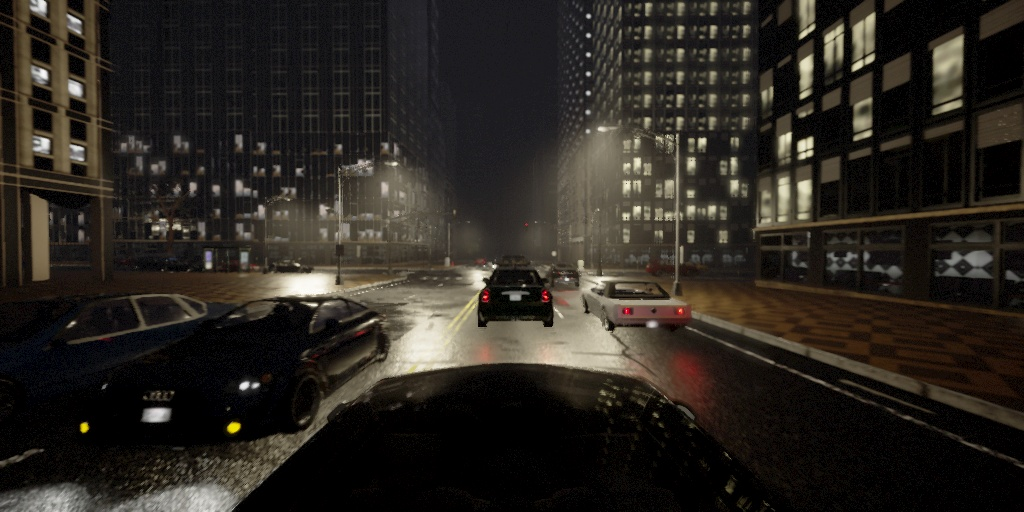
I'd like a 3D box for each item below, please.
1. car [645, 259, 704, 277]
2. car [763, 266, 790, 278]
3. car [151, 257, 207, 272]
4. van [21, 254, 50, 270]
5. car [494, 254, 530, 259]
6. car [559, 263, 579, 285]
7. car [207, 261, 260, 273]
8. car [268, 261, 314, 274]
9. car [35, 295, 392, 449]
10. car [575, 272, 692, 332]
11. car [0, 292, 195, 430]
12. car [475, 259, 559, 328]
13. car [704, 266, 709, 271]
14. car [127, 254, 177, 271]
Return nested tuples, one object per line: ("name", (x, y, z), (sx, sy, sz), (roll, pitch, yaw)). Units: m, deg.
("car", (16.185, 1.249, 36.425), (5.009, 1.841, 2.192), (0, 0, 1))
("car", (27.633, 1.557, 36.231), (4.829, 1.417, 1.751), (0, 0, 1))
("car", (-34.105, 1.056, 37.249), (4.313, 1.339, 1.948), (0, 0, 1))
("van", (-51.149, 0.676, 37.643), (3.998, 1.789, 1.690), (0, 0, 1))
("car", (0.094, 0.951, 23.790), (2.150, 2.045, 5.566), (0, 0, 0))
("car", (3.344, 1.230, 24.294), (1.837, 1.490, 4.892), (0, -1, 0))
("car", (-28.424, 1.124, 37.077), (4.207, 1.307, 1.802), (0, 0, 1))
("car", (-22.740, 1.159, 36.945), (4.313, 1.339, 1.948), (0, 0, 1))
("car", (-3.351, 1.312, 5.375), (1.994, 1.385, 4.181), (0, 0, 0))
("car", (3.347, 1.343, 10.764), (1.895, 1.301, 4.718), (0, 0, 0))
("car", (-6.603, 1.296, 5.501), (2.033, 1.411, 5.357), (0, 0, 0))
("car", (0.096, 1.096, 11.517), (2.097, 1.767, 4.553), (0, 0, 0))
("car", (21.794, 1.369, 44.712), (4.829, 1.417, 1.751), (0, 0, 1))
("car", (-39.258, 0.753, 40.002), (4.553, 1.767, 2.097), (0, 1, 1))
